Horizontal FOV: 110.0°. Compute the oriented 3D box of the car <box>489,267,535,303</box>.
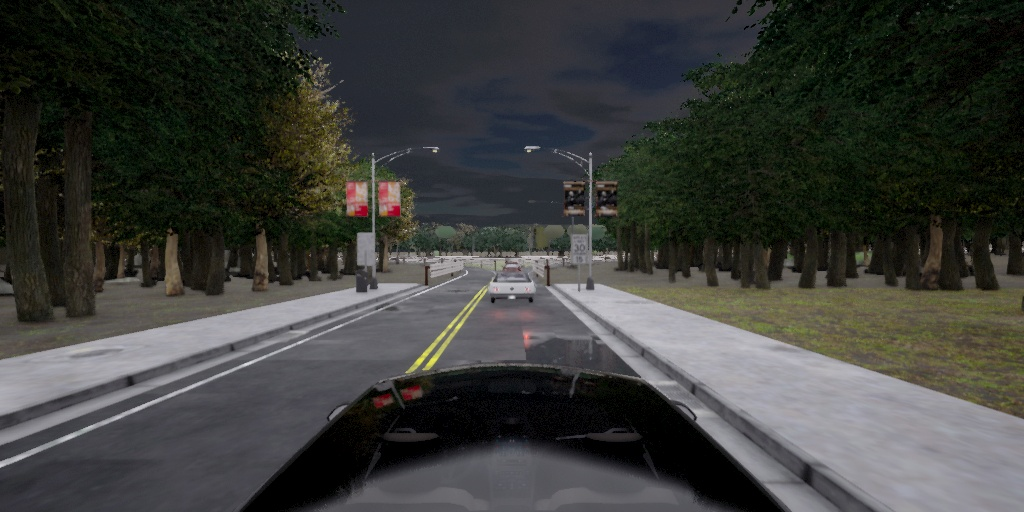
[{"bbox_3d":[0.000,1.360,16.532,1.895,1.301,4.718,0,0,0],"label":"car"}]

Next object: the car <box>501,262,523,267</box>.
[{"bbox_3d":[0.001,1.273,31.504,1.812,1.442,4.674,0,0,0],"label":"car"}]
